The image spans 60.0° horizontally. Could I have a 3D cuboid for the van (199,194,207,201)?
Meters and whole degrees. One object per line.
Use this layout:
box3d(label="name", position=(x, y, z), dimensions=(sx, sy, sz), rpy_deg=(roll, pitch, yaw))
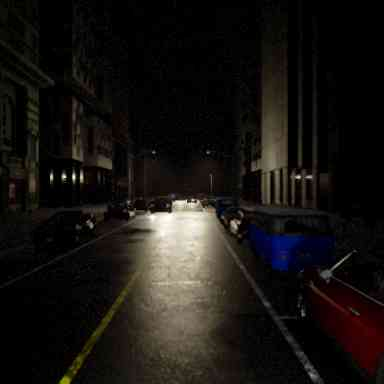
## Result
box3d(label="van", position=(2.750, 1.336, 83.280), dimensions=(1.690, 1.788, 3.998), rpy_deg=(0, 0, 0))

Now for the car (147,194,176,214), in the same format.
box3d(label="car", position=(-3.102, 1.344, 34.455), dimensions=(2.097, 1.767, 4.553), rpy_deg=(0, 0, 0))

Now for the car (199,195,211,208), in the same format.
box3d(label="car", position=(2.346, 1.496, 46.530), dimensions=(1.837, 1.490, 4.892), rpy_deg=(0, 0, 0))

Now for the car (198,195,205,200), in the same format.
box3d(label="car", position=(2.748, 1.562, 94.554), dimensions=(1.947, 1.339, 4.313), rpy_deg=(0, 0, 0))

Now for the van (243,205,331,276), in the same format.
box3d(label="van", position=(2.764, 1.337, 10.003), dimensions=(1.690, 1.788, 3.998), rpy_deg=(0, 0, 0))

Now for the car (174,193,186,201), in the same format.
box3d(label="car", position=(-3.014, 1.353, 75.523), dimensions=(1.882, 1.535, 5.008), rpy_deg=(0, 0, 0))

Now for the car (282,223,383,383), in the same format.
box3d(label="car", position=(2.765, 1.438, 4.367), dimensions=(1.967, 1.590, 4.097), rpy_deg=(0, 0, 0))

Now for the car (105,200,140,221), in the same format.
box3d(label="car", position=(-5.765, 1.432, 26.904), dimensions=(1.967, 1.590, 4.097), rpy_deg=(0, 0, 0))

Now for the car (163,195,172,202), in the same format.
box3d(label="car", position=(-5.774, 1.520, 77.461), dimensions=(1.752, 1.417, 4.829), rpy_deg=(0, 0, 0))

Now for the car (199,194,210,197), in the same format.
box3d(label="car", position=(2.754, 1.538, 60.733), dimensions=(1.887, 1.381, 4.507), rpy_deg=(0, 0, 0))

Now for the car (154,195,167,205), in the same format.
box3d(label="car", position=(-5.771, 1.433, 60.722), dimensions=(1.967, 1.590, 4.097), rpy_deg=(0, 0, 0))

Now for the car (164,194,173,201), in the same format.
box3d(label="car", position=(-5.775, 1.435, 83.267), dimensions=(1.967, 1.590, 4.097), rpy_deg=(0, 0, 0))

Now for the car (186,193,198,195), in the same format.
box3d(label="car", position=(-0.015, 1.431, 82.310), dimensions=(1.812, 1.442, 4.674), rpy_deg=(0, 0, 0))

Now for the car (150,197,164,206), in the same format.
box3d(label="car", position=(-5.770, 1.559, 55.085), dimensions=(1.947, 1.339, 4.313), rpy_deg=(0, 0, 0))

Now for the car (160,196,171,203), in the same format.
box3d(label="car", position=(-5.773, 1.545, 71.994), dimensions=(2.008, 1.369, 4.403), rpy_deg=(0, 0, 0))

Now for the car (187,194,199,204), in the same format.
box3d(label="car", position=(-0.012, 1.599, 65.387), dimensions=(1.895, 1.301, 4.718), rpy_deg=(0, 0, 0))

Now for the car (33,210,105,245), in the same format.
box3d(label="car", position=(-5.763, 1.560, 15.632), dimensions=(1.947, 1.339, 4.313), rpy_deg=(0, 0, 0))

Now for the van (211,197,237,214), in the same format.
box3d(label="van", position=(2.761, 1.333, 26.913), dimensions=(1.690, 1.788, 3.998), rpy_deg=(0, 0, 0))

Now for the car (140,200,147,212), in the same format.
box3d(label="car", position=(-5.767, 1.558, 38.176), dimensions=(1.947, 1.339, 4.313), rpy_deg=(0, 0, 0))

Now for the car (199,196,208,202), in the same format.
box3d(label="car", position=(2.751, 1.560, 77.643), dimensions=(1.947, 1.339, 4.313), rpy_deg=(0, 0, 0))

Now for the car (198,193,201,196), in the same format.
box3d(label="car", position=(2.754, 1.309, 66.370), dimensions=(2.192, 1.841, 5.009), rpy_deg=(0, 0, 0))

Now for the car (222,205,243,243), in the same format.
box3d(label="car", position=(2.762, 1.545, 15.640), dimensions=(2.008, 1.369, 4.403), rpy_deg=(0, 0, 0))

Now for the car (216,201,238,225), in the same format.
box3d(label="car", position=(2.761, 1.518, 21.446), dimensions=(1.752, 1.417, 4.829), rpy_deg=(0, 0, 0))

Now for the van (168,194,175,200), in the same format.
box3d(label="van", position=(-5.777, 1.337, 94.540), dimensions=(1.690, 1.788, 3.998), rpy_deg=(0, 0, 0))
